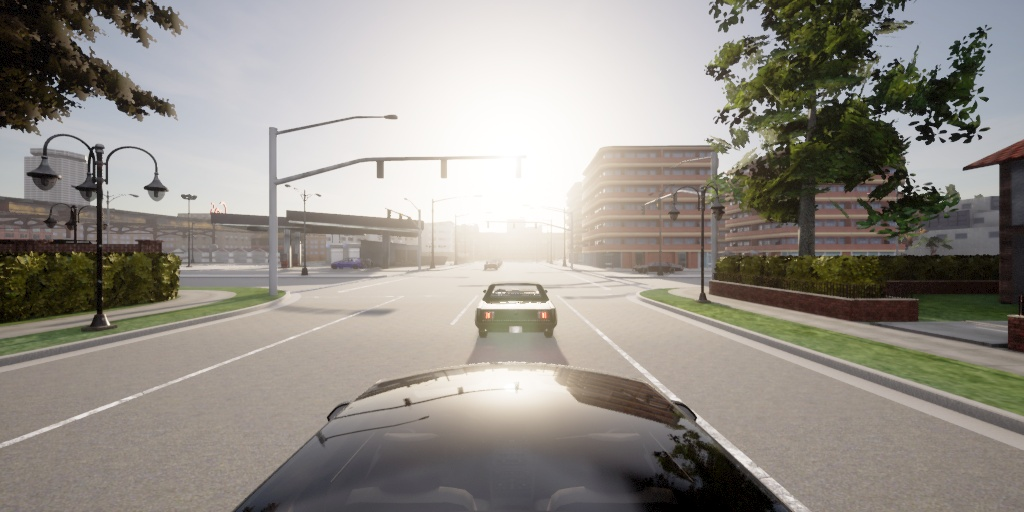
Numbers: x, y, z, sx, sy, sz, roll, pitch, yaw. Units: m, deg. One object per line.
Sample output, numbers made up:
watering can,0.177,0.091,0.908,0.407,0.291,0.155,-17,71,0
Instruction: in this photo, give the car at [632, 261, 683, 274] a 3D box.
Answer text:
car,16.639,1.297,41.043,5.357,1.411,2.033,0,0,1

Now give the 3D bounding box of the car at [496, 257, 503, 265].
car,-3.146,1.314,62.473,1.994,1.385,4.181,0,0,0

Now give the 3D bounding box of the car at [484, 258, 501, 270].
car,-3.054,1.351,52.558,1.895,1.301,4.718,0,0,-1

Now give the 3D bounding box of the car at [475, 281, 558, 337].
car,0.098,1.351,10.227,1.895,1.301,4.718,0,0,0
